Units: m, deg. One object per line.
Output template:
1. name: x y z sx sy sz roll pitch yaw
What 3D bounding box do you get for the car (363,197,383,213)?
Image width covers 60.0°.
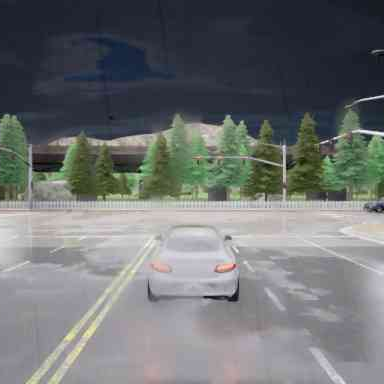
1. car: 20.737 1.296 35.283 4.553 1.767 2.097 0 0 0

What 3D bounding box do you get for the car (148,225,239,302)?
1. car: 0.034 1.526 8.152 1.812 1.442 4.674 0 0 0
